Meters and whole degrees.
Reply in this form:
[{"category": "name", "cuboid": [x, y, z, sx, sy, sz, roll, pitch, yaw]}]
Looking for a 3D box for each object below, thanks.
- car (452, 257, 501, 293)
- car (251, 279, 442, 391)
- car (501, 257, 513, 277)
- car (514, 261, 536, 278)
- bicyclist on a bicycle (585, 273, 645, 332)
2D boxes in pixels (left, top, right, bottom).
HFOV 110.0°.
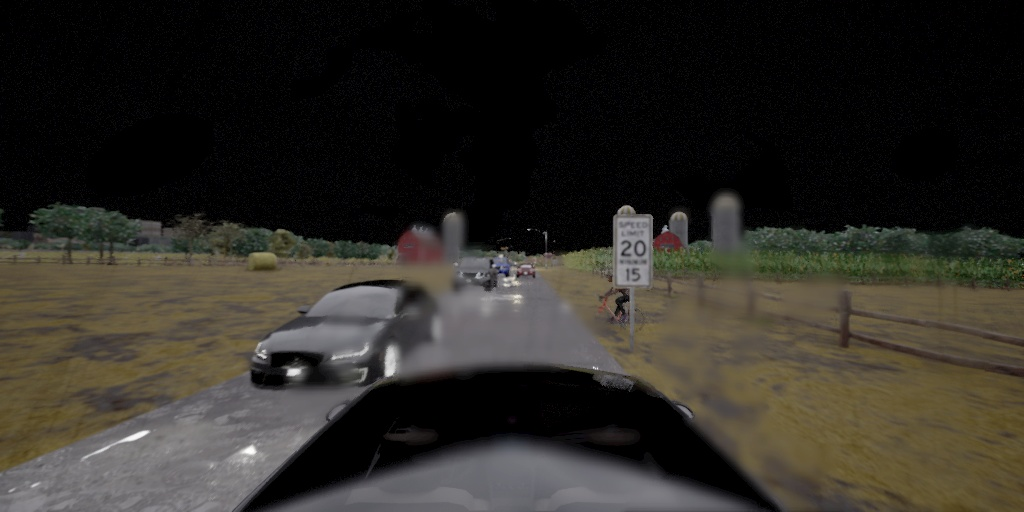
[{"category": "car", "cuboid": [-2.109, 1.058, 21.906, 2.150, 2.045, 5.566, 0, -1, 3]}, {"category": "car", "cuboid": [-2.699, 1.260, 7.042, 1.837, 1.490, 4.892, 0, 0, 2]}, {"category": "car", "cuboid": [-1.339, 1.161, 38.330, 2.150, 2.045, 5.566, 0, -1, 3]}, {"category": "car", "cuboid": [1.415, 1.470, 36.575, 1.812, 1.442, 4.674, 0, 0, 3]}, {"category": "bicyclist on a bicycle", "cuboid": [2.870, 1.300, 9.951, 1.656, 1.620, 0.582, 3, 0, 2]}]
